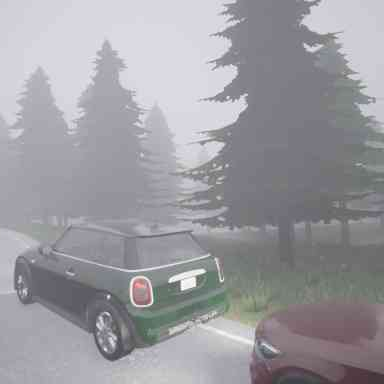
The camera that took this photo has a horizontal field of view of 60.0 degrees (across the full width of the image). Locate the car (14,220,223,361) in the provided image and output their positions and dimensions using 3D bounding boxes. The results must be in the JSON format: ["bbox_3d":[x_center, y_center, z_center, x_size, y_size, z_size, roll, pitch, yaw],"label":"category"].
[{"bbox_3d":[-1.579,1.308,6.226,4.553,1.767,2.097,1,1,44],"label":"car"}]

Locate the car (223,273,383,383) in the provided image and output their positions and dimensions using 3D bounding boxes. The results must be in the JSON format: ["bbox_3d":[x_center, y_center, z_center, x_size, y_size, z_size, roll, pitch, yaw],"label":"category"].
[{"bbox_3d":[2.744,1.531,2.598,4.674,1.442,1.812,1,0,36],"label":"car"}]
